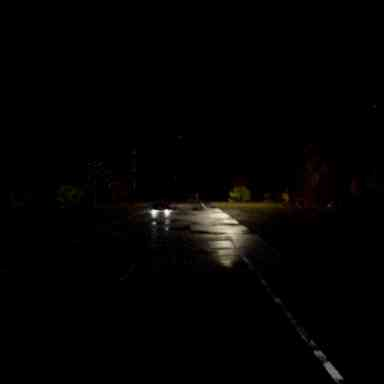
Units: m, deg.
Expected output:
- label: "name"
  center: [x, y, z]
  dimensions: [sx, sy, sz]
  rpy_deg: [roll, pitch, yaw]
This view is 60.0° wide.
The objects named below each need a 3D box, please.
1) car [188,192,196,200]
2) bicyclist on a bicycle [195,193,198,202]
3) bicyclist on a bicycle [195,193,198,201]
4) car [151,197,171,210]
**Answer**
- label: "car"
  center: [-0.020, 1.081, 80.414]
  dimensions: [2.128, 1.511, 4.902]
  rpy_deg: [0, 0, 0]
- label: "bicyclist on a bicycle"
  center: [0.946, 1.040, 64.543]
  dimensions: [0.659, 1.776, 1.843]
  rpy_deg: [0, 1, 0]
- label: "bicyclist on a bicycle"
  center: [0.945, 1.070, 72.539]
  dimensions: [0.582, 1.620, 1.656]
  rpy_deg: [0, 0, 0]
- label: "car"
  center: [-3.605, 1.339, 39.883]
  dimensions: [1.812, 1.442, 4.674]
  rpy_deg: [0, 0, 0]
